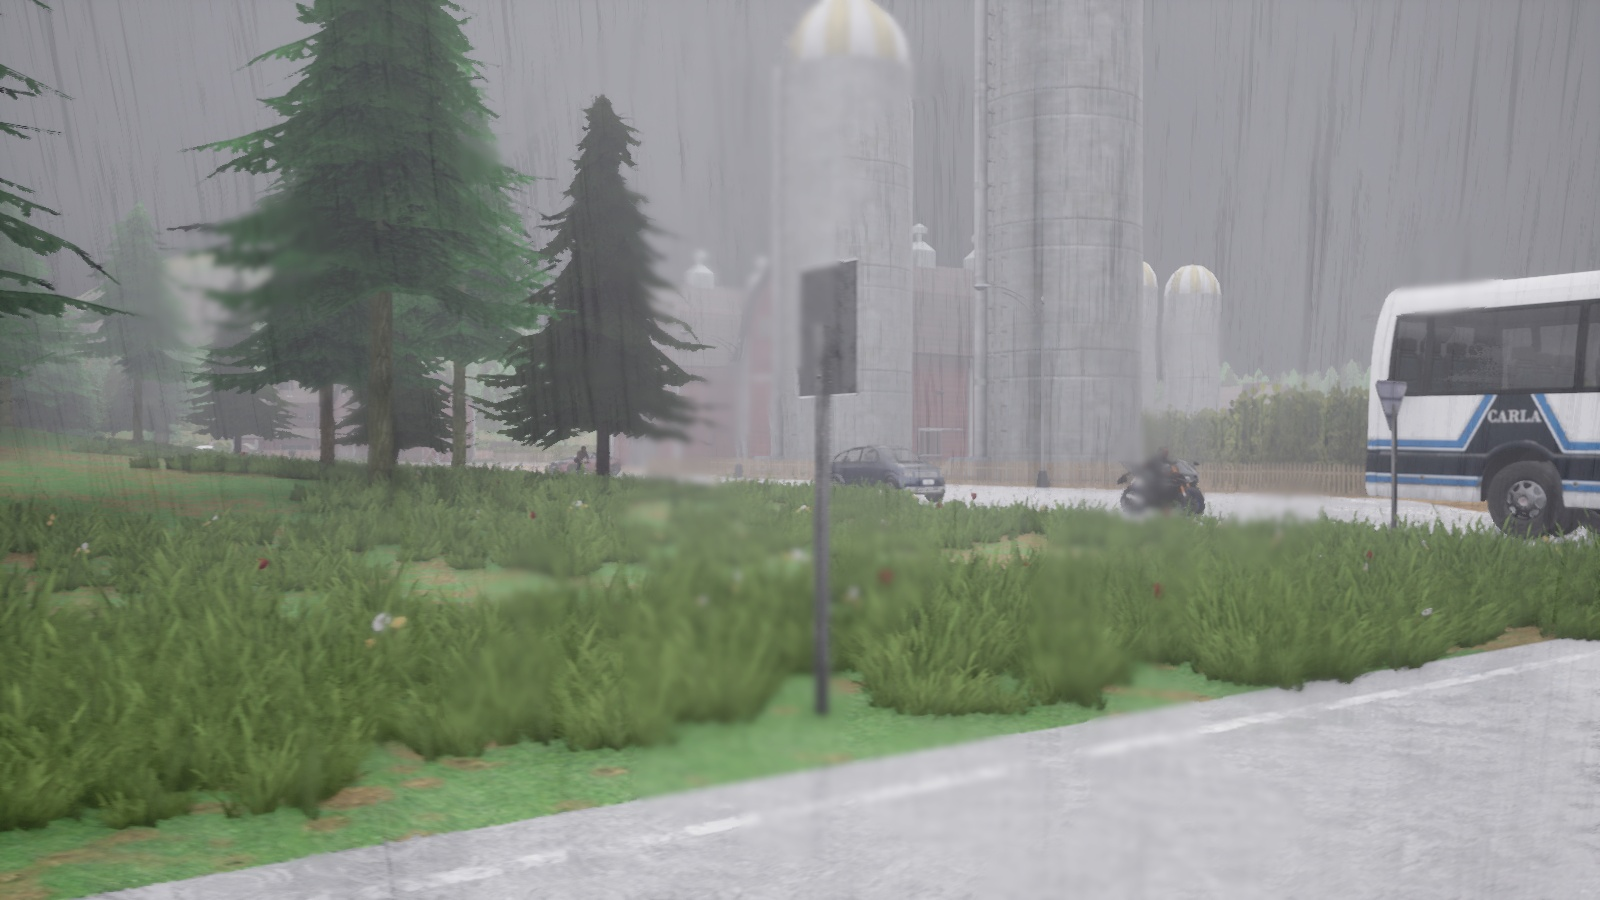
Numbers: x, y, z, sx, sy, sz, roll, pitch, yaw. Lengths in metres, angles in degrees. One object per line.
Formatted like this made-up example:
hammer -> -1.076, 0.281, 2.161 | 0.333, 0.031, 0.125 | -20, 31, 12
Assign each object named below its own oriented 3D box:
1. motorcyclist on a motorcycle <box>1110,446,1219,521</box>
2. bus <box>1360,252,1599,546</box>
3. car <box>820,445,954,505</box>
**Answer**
motorcyclist on a motorcycle -> 7.793, 0.691, 26.945 | 0.866, 1.530, 2.191 | 0, 0, -34
bus -> 13.855, -0.705, 18.043 | 3.944, 4.253, 10.273 | 1, 1, -28
car -> 2.370, 0.665, 34.893 | 1.789, 1.549, 3.705 | 0, 0, -34
